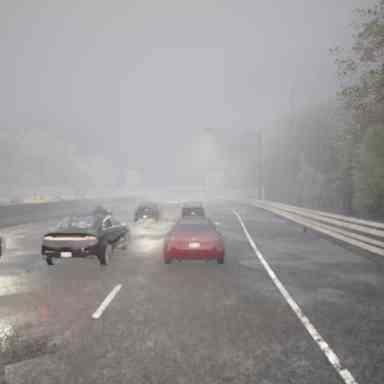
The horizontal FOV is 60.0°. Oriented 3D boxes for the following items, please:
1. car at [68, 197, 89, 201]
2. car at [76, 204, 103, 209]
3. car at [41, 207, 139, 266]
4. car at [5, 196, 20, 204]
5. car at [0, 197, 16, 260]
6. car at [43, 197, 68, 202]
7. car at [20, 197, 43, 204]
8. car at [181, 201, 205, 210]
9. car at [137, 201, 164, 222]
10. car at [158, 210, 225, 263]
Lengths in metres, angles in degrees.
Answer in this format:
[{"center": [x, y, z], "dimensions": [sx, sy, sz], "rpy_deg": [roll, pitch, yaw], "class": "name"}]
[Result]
[{"center": [-17.526, 1.565, 52.802], "dimensions": [1.837, 1.490, 4.892], "rpy_deg": [0, 0, 0], "class": "car"}, {"center": [-6.943, 1.564, 22.956], "dimensions": [2.033, 1.411, 5.357], "rpy_deg": [0, 0, 0], "class": "car"}, {"center": [-3.422, 1.499, 11.510], "dimensions": [2.128, 1.511, 4.902], "rpy_deg": [0, 0, 0], "class": "car"}, {"center": [-28.022, 1.409, 51.141], "dimensions": [2.097, 1.767, 4.553], "rpy_deg": [0, 0, 0], "class": "car"}, {"center": [-6.937, 1.219, 8.167], "dimensions": [2.150, 2.045, 5.566], "rpy_deg": [0, -1, 0], "class": "car"}, {"center": [-21.023, 1.551, 52.627], "dimensions": [2.128, 1.511, 4.902], "rpy_deg": [0, 0, 1], "class": "car"}, {"center": [-24.520, 1.537, 52.366], "dimensions": [1.882, 1.535, 5.008], "rpy_deg": [0, 0, 1], "class": "car"}, {"center": [0.093, 1.501, 28.197], "dimensions": [1.882, 1.535, 5.008], "rpy_deg": [0, 0, 0], "class": "car"}, {"center": [-3.414, 1.527, 26.697], "dimensions": [1.837, 1.490, 4.892], "rpy_deg": [0, 0, 0], "class": "car"}, {"center": [0.081, 1.571, 12.004], "dimensions": [1.994, 1.385, 4.181], "rpy_deg": [0, 0, 0], "class": "car"}]
